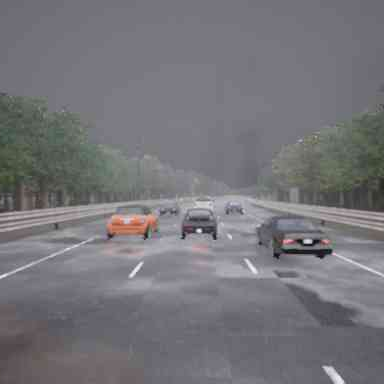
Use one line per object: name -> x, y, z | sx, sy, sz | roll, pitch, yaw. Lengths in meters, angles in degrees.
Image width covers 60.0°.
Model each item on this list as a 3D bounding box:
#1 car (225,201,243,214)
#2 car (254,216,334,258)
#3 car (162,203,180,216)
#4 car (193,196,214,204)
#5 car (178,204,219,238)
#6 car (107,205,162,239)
car -> 4.892, 1.844, 39.242 | 1.812, 1.442, 4.674 | 0, -1, 4
car -> 3.771, 1.653, 13.206 | 2.033, 1.411, 5.357 | 0, 0, 1
car -> -2.307, 1.883, 36.246 | 1.895, 1.301, 4.718 | 0, -1, 3
car -> 1.328, 1.528, 38.404 | 2.150, 2.045, 5.566 | 0, -1, 4
car -> 0.415, 1.647, 18.504 | 1.837, 1.490, 4.892 | 0, 0, 2
car -> -3.091, 1.487, 18.262 | 2.097, 1.767, 4.553 | 0, 0, 2
